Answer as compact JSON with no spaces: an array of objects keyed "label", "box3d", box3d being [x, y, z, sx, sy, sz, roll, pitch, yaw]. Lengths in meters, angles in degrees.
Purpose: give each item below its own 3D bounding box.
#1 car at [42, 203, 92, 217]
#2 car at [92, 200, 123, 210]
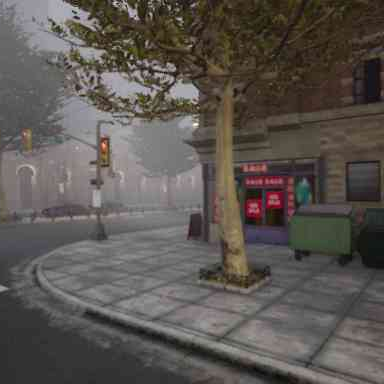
[{"label":"car","box3d":[-12.469,1.728,32.689,1.994,1.385,4.181,0,0,36]},{"label":"car","box3d":[-11.716,1.796,44.977,1.895,1.301,4.718,0,0,36]}]
